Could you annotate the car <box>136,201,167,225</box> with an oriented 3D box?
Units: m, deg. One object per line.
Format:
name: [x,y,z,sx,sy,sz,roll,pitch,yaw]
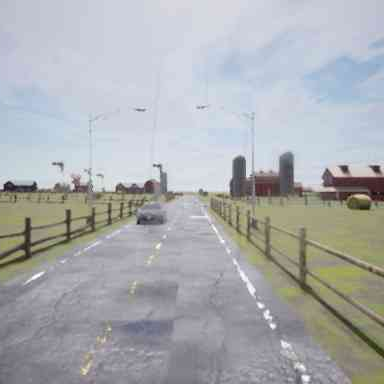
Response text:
car: [-2.851,1.478,24.220,1.837,1.490,4.892,0,0,0]
